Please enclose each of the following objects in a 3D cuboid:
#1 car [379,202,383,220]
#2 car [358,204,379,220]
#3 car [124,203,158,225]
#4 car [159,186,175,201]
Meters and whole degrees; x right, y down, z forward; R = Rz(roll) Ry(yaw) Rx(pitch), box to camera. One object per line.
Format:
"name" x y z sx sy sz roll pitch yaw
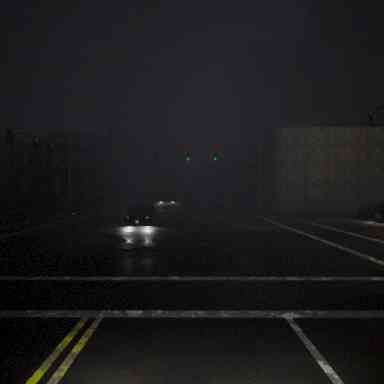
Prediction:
"car" 16.334 1.517 23.677 4.674 1.442 1.812 0 0 0
"car" 16.254 1.467 27.159 5.008 1.535 1.882 -1 0 0
"car" -3.538 1.539 24.072 2.033 1.411 5.357 0 0 0
"car" -3.575 0.141 48.543 2.097 1.767 4.553 0 8 0
